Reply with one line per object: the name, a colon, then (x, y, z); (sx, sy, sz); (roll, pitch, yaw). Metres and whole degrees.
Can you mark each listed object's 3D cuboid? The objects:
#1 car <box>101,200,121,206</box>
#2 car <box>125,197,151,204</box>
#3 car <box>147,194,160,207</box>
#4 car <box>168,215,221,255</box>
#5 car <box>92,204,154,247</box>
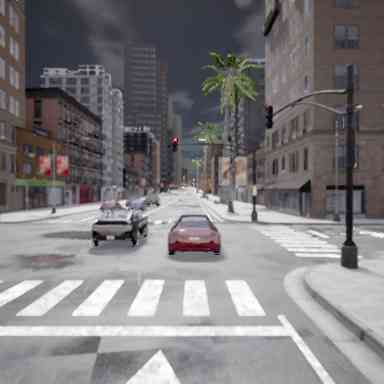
car: (-9.844, 1.675, 40.619); (1.812, 1.442, 4.674); (0, 0, 0)
car: (-6.597, 1.676, 40.653); (1.812, 1.442, 4.674); (0, 0, 0)
car: (-6.570, 1.415, 55.791); (2.150, 2.045, 5.566); (0, 0, 0)
car: (0.093, 1.625, 13.670); (1.994, 1.385, 4.181); (0, 0, 0)
car: (-3.165, 1.553, 15.365); (2.128, 1.511, 4.902); (0, 0, 0)
